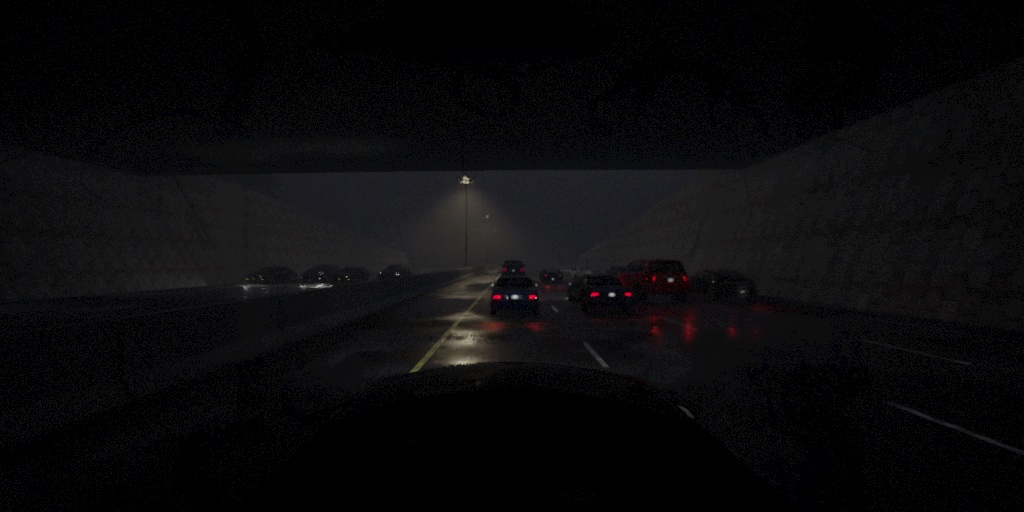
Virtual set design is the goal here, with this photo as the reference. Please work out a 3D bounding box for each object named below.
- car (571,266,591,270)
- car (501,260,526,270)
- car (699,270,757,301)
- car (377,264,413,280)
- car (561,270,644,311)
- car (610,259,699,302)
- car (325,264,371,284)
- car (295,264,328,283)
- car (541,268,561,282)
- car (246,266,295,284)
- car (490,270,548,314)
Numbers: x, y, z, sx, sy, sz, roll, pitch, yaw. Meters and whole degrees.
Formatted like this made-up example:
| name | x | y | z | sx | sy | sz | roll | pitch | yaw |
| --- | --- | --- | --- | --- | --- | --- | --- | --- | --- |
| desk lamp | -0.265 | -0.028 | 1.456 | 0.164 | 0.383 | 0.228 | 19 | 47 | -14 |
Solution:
| name | x | y | z | sx | sy | sz | roll | pitch | yaw |
| --- | --- | --- | --- | --- | --- | --- | --- | --- | --- |
| car | 7.120 | 1.752 | 36.583 | 1.812 | 1.442 | 4.674 | 0 | -1 | 0 |
| car | 0.131 | 1.421 | 34.666 | 2.150 | 2.045 | 5.566 | 0 | -1 | 0 |
| car | 10.612 | 1.476 | 18.914 | 2.128 | 1.511 | 4.902 | 0 | -1 | 0 |
| car | -10.567 | 1.524 | 32.583 | 2.097 | 1.767 | 4.553 | 0 | -1 | 0 |
| car | 3.607 | 1.485 | 15.437 | 2.033 | 1.411 | 5.357 | 0 | -1 | 0 |
| car | 7.111 | 1.204 | 18.732 | 2.150 | 2.045 | 5.566 | 0 | -1 | 0 |
| car | -14.068 | 1.664 | 31.657 | 1.837 | 1.490 | 4.892 | 0 | -1 | 0 |
| car | -17.563 | 1.535 | 33.393 | 2.097 | 1.767 | 4.553 | 0 | -1 | 0 |
| car | 3.630 | 1.792 | 33.997 | 1.895 | 1.301 | 4.718 | 0 | -1 | 0 |
| car | -21.067 | 1.665 | 31.665 | 1.837 | 1.490 | 4.892 | 0 | -1 | 0 |
| car | 0.109 | 1.474 | 14.648 | 2.033 | 1.411 | 5.357 | 0 | -1 | 0 |
